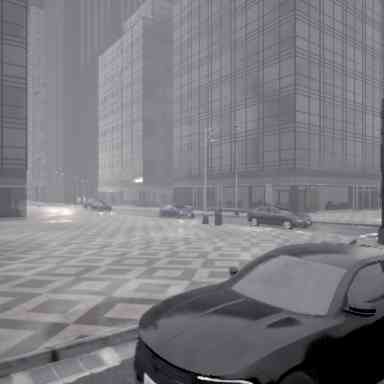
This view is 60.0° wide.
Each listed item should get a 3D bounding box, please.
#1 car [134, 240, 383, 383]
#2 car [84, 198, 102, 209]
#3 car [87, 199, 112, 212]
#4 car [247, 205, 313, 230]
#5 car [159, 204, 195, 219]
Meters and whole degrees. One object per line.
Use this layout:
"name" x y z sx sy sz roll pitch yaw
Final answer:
"car" 1.693 1.477 4.421 5.008 1.535 1.882 0 0 -34
"car" -18.293 2.148 61.869 2.150 2.045 5.566 0 -1 -37
"car" -13.682 2.211 50.196 1.882 1.535 5.008 0 -1 -36
"car" 5.955 1.714 22.957 1.837 1.490 4.892 0 0 -36
"car" -1.610 1.937 33.404 1.812 1.442 4.674 0 -1 -36
